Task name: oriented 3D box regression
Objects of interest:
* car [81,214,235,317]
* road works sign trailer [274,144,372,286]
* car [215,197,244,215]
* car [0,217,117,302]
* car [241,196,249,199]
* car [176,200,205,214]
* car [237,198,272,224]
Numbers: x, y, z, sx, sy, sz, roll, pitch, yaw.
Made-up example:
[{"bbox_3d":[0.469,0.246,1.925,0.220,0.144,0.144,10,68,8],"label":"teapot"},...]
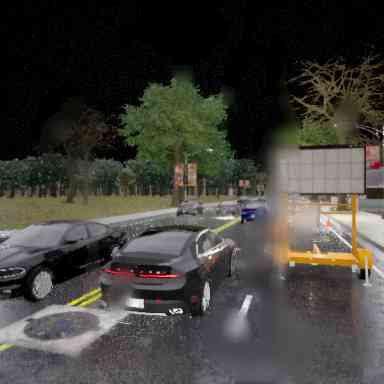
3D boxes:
[{"bbox_3d":[-0.222,1.508,7.607,1.837,1.490,4.892,0,0,16],"label":"car"},{"bbox_3d":[3.650,0.470,9.604,2.380,3.560,2.880,0,0,16],"label":"road works sign trailer"},{"bbox_3d":[3.608,1.558,32.861,1.812,1.442,4.674,0,0,16],"label":"car"},{"bbox_3d":[-3.508,1.480,8.660,1.882,1.535,5.008,0,0,16],"label":"car"},{"bbox_3d":[10.677,1.601,68.078,1.882,1.535,5.008,0,0,16],"label":"car"},{"bbox_3d":[-0.063,1.535,31.899,1.837,1.490,4.892,0,-1,16],"label":"car"},{"bbox_3d":[4.873,1.498,24.932,1.882,1.535,5.008,0,0,16],"label":"car"}]
